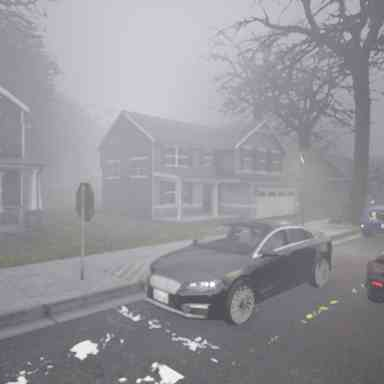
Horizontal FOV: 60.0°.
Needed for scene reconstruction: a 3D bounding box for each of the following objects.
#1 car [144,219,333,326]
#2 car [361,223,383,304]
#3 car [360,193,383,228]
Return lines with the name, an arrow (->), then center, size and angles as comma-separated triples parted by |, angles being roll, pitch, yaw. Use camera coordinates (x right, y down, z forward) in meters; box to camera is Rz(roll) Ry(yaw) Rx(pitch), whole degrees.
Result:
car -> 1.264, 1.387, 7.057 | 4.902, 1.511, 2.128 | -1, 1, -44
car -> 5.102, 1.427, 6.788 | 4.674, 1.442, 1.812 | -1, 1, -44
car -> 9.664, 0.968, 15.100 | 5.566, 2.045, 2.150 | -1, 2, -43
